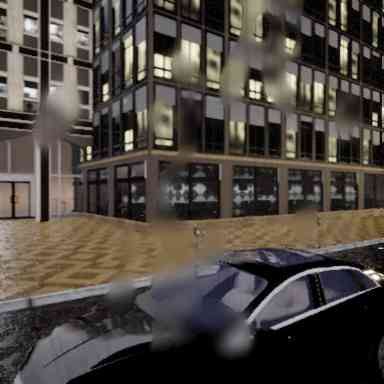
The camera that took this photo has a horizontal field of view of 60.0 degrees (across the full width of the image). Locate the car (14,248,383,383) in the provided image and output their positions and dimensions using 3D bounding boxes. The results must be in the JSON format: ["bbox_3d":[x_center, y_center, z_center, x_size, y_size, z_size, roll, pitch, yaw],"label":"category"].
[{"bbox_3d":[0.689,1.493,3.852,4.902,1.511,2.128,0,0,-35],"label":"car"}]
